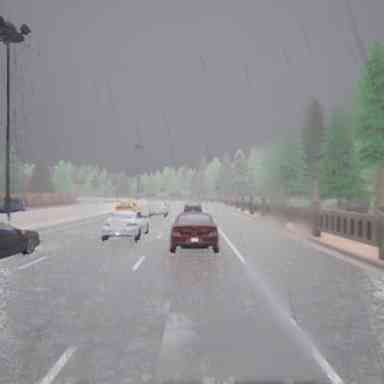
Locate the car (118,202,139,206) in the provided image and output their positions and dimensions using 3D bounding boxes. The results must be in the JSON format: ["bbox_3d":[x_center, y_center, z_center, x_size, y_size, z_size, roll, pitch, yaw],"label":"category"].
[{"bbox_3d":[-6.905,1.769,35.865,1.882,1.535,5.008,0,0,0],"label":"car"}]

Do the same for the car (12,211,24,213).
[{"bbox_3d":[-14.098,1.415,23.658,2.150,2.045,5.566,0,0,0],"label":"car"}]

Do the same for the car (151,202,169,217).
[{"bbox_3d":[-3.404,1.811,35.103,1.812,1.442,4.674,0,0,0],"label":"car"}]

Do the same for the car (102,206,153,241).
[{"bbox_3d":[-3.402,1.668,17.509,1.812,1.442,4.674,0,0,0],"label":"car"}]

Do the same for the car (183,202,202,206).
[{"bbox_3d":[0.095,1.769,35.856,1.882,1.535,5.008,0,0,0],"label":"car"}]

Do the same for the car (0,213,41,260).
[{"bbox_3d":[-6.902,1.636,10.749,2.033,1.411,5.357,0,0,0],"label":"car"}]

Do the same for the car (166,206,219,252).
[{"bbox_3d":[0.098,1.596,14.528,1.882,1.535,5.008,0,0,0],"label":"car"}]
